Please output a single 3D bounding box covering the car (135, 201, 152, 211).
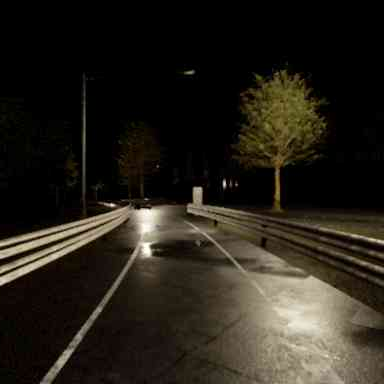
[{"bbox_3d":[-7.297,2.058,49.473,1.895,1.301,4.718,0,-1,-18],"label":"car"}]
